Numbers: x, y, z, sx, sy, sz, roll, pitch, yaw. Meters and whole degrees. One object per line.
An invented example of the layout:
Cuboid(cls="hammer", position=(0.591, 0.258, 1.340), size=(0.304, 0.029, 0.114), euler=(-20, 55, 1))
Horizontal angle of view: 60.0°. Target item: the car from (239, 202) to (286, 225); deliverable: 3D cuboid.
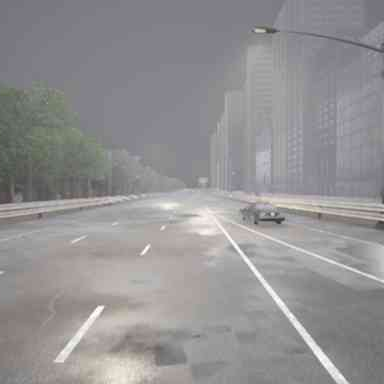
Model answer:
Cuboid(cls="car", position=(4.664, 1.394, 22.719), size=(2.033, 1.411, 5.357), euler=(0, 0, -5))
